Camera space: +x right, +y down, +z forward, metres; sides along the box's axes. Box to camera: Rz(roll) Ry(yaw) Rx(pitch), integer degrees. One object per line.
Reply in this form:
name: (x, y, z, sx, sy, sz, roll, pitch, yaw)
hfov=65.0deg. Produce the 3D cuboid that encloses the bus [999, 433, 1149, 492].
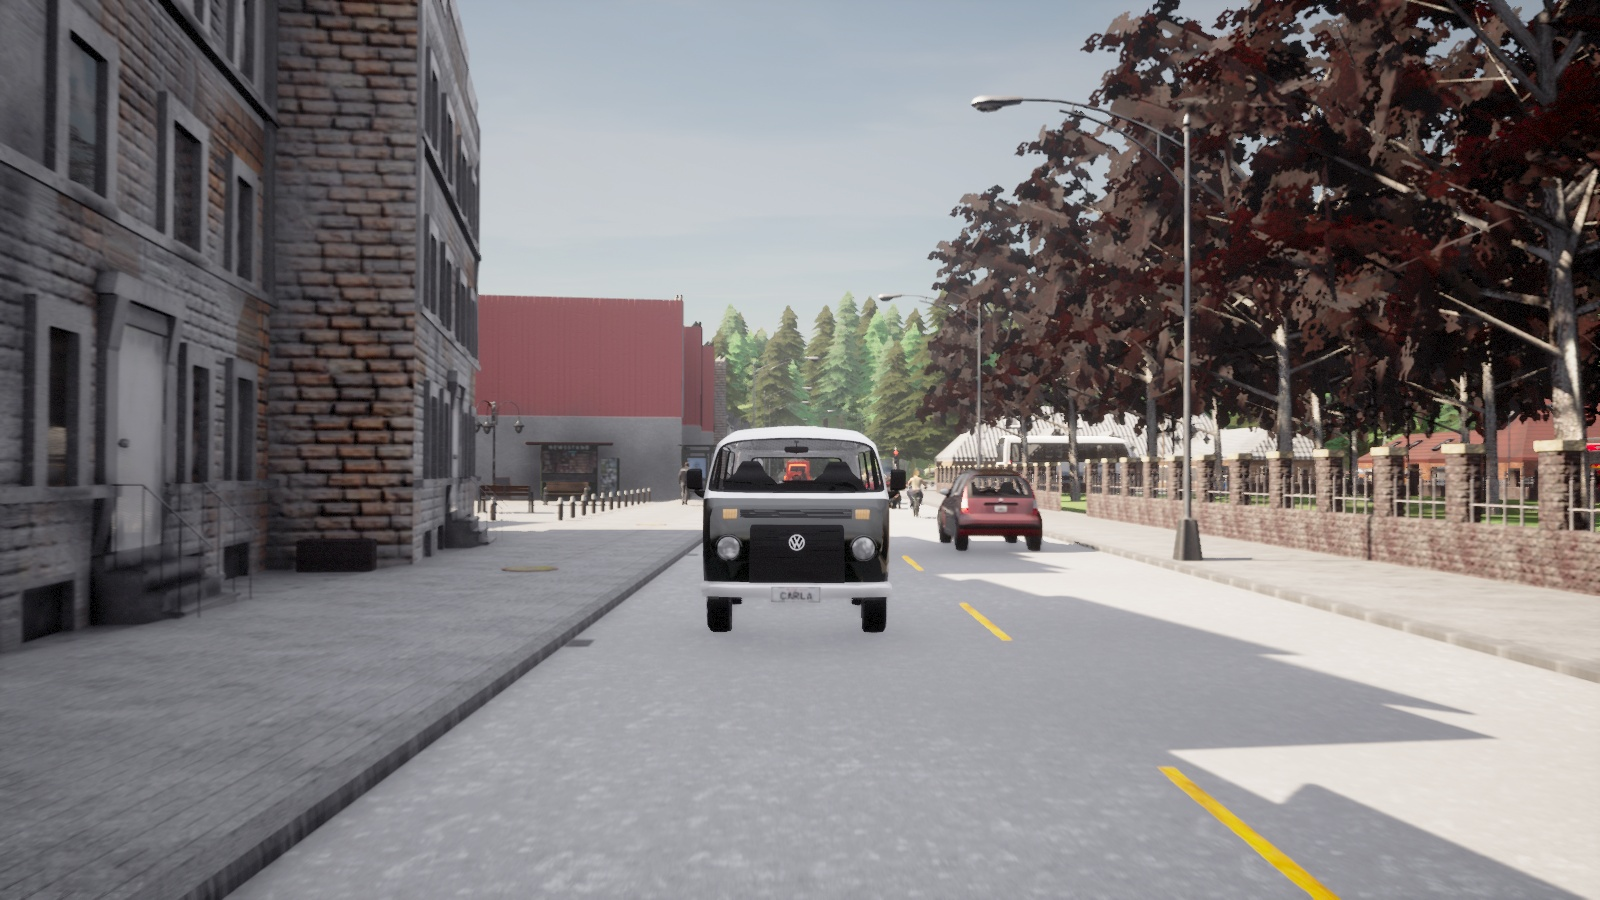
bus: (20.288, 0.922, 93.510, 10.273, 4.253, 3.944, 0, -1, -2)

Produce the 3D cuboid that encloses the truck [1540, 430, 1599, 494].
truck: (49.067, 0.731, 76.276, 2.891, 3.827, 8.468, 0, -1, -3)

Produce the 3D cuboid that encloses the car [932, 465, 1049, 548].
car: (3.935, 1.141, 26.538, 1.851, 1.617, 3.988, 0, -1, 0)

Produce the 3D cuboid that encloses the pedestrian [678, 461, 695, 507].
pedestrian: (-4.711, 1.397, 52.079, 0.563, 1.883, 0.849, 0, -1, 4)

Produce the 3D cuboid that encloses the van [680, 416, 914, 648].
van: (-0.034, 0.762, 13.352, 2.069, 2.038, 4.480, 0, -1, 0)
